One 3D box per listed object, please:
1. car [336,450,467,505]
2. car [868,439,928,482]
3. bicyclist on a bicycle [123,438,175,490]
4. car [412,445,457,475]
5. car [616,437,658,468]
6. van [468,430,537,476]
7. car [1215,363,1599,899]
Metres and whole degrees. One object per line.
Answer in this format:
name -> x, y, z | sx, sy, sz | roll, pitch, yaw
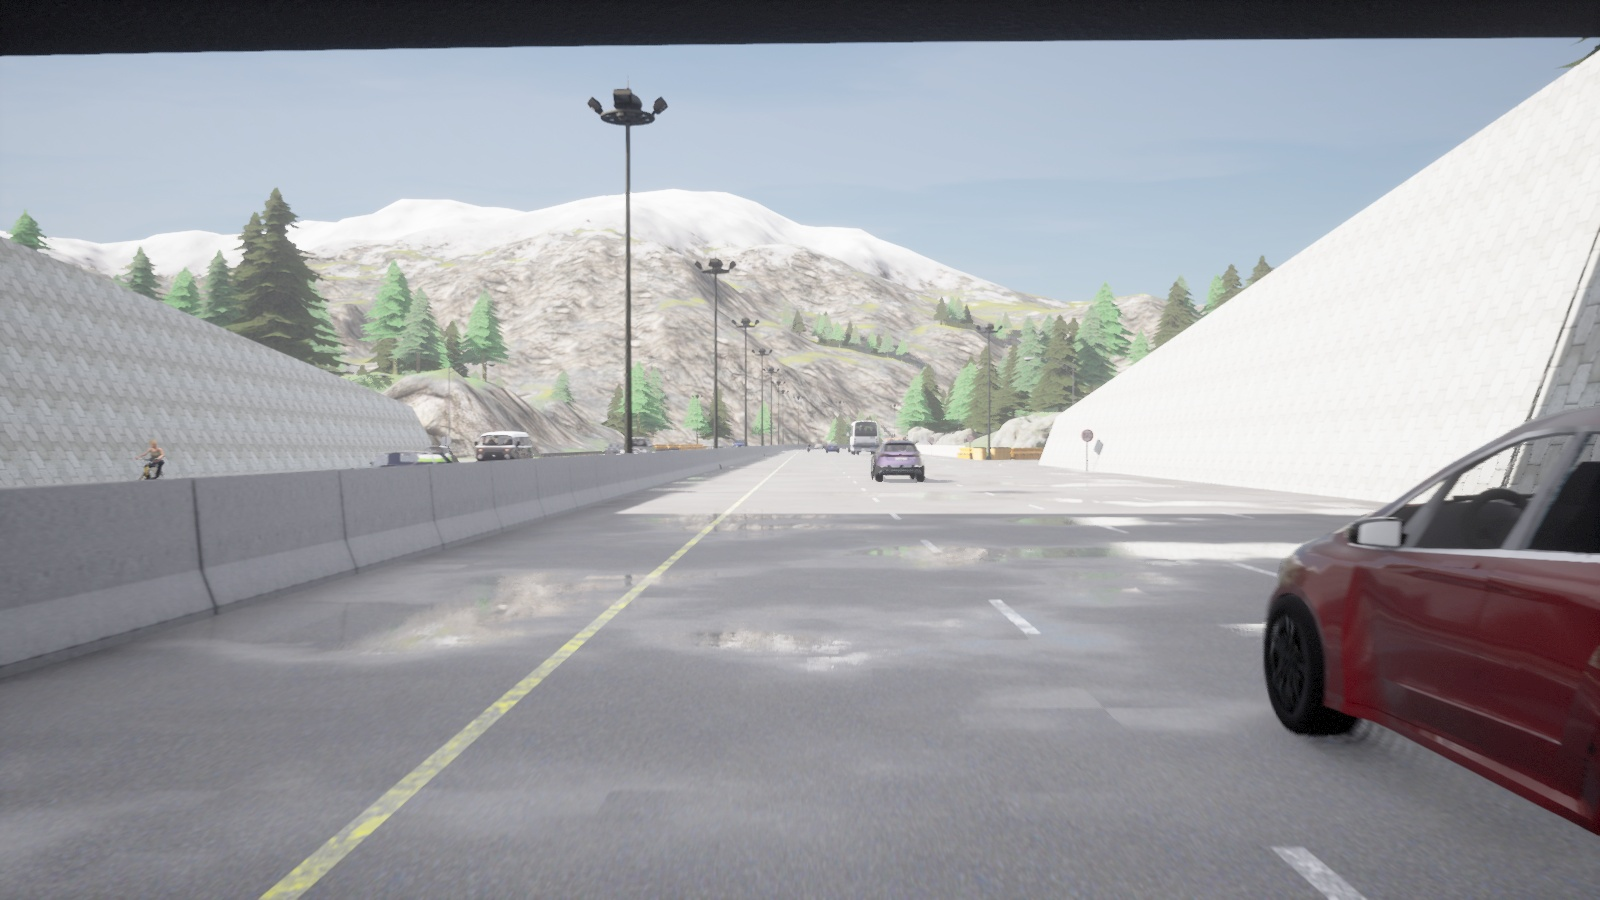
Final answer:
car -> -10.269, 0.654, 32.743 | 1.895, 1.301, 4.718 | 0, 0, 0
car -> 3.850, 0.397, 50.088 | 2.033, 1.649, 4.856 | 0, 0, 0
bicyclist on a bicycle -> -20.715, 0.441, 39.995 | 0.866, 1.612, 1.509 | 0, 0, 1
car -> -17.092, 0.456, 58.788 | 1.481, 1.376, 2.207 | 0, 0, 0
car -> -9.968, 0.121, 76.980 | 1.932, 1.855, 4.605 | 0, 0, 0
van -> -13.599, 0.135, 57.693 | 2.069, 2.038, 4.480 | 0, 0, 0
car -> 3.544, 0.565, 5.053 | 2.242, 1.667, 4.611 | 0, 0, 0
